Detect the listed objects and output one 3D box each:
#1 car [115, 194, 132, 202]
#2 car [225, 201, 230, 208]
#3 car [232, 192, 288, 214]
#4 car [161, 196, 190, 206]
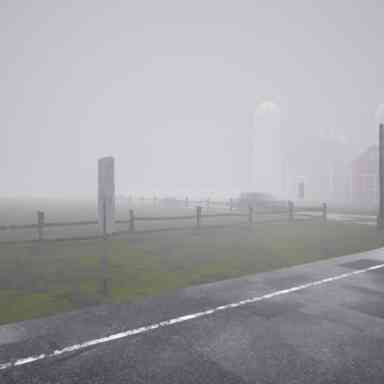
[{"bbox_3d":[-12.850,1.020,60.319,2.033,1.411,5.357,-1,1,-36],"label":"car"},{"bbox_3d":[6.188,1.273,38.790,2.033,1.411,5.357,-1,1,-36],"label":"car"},{"bbox_3d":[6.922,1.021,32.692,2.150,2.045,5.566,-1,1,-36],"label":"car"},{"bbox_3d":[-2.329,1.251,45.543,1.895,1.301,4.718,-1,1,-37],"label":"car"}]
